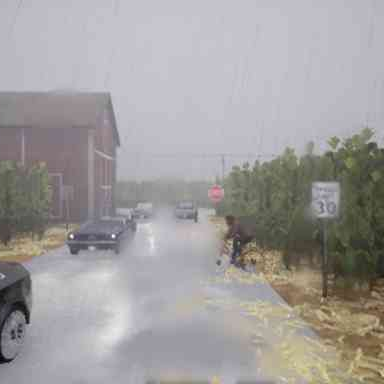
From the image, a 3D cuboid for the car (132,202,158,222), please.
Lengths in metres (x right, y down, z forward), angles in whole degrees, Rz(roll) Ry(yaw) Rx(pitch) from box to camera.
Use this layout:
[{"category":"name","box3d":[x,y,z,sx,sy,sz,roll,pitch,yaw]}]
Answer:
[{"category":"car","box3d":[-3.759,1.539,26.903,1.812,1.442,4.674,0,0,-1]}]

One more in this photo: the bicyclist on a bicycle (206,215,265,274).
[{"category":"bicyclist on a bicycle","box3d":[1.210,1.467,9.180,1.656,1.620,0.582,0,0,-2]}]

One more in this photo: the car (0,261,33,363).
[{"category":"car","box3d":[-3.240,1.487,3.031,2.128,1.511,4.902,0,0,-1]}]

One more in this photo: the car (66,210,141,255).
[{"category":"car","box3d":[-3.506,1.634,13.698,1.895,1.301,4.718,0,0,-1]}]

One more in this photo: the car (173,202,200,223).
[{"category":"car","box3d":[-0.436,1.505,26.094,2.128,1.511,4.902,0,0,2]}]
